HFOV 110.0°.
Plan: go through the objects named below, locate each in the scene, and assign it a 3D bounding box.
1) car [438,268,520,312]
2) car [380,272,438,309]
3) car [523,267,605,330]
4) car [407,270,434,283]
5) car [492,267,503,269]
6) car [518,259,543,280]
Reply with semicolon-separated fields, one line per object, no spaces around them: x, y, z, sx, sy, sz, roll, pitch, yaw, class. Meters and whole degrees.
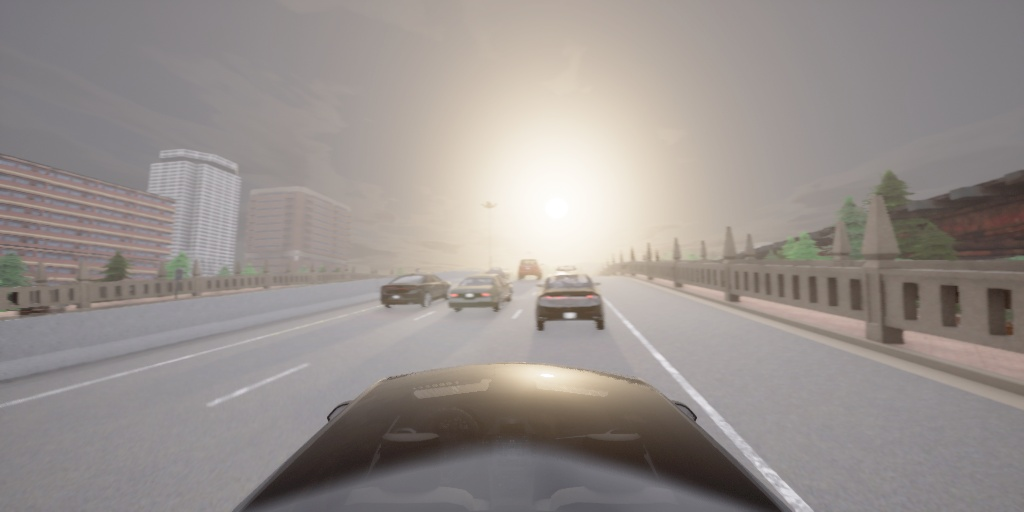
-1.150;1.472;15.335;2.033;1.411;5.357;-2;-1;8;car
-4.409;1.546;17.214;1.882;1.535;5.008;-2;0;8;car
1.773;1.265;11.228;2.128;1.511;4.902;-2;-1;8;car
-13.374;3.061;52.654;2.097;1.767;4.553;-2;-6;9;car
-1.479;1.828;36.893;1.994;1.385;4.181;-2;-2;8;car
1.875;1.326;35.771;2.150;2.045;5.566;-2;-2;8;car
